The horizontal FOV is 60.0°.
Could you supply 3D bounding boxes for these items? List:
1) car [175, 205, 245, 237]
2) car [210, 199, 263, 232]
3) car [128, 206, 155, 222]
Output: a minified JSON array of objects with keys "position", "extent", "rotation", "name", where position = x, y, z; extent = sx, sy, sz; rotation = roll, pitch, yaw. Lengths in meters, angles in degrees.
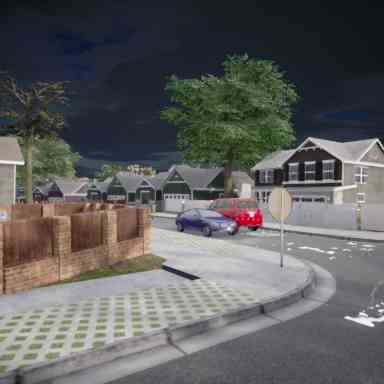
[{"position":[0.693,1.668,19.198],"extent":[1.812,1.442,4.674],"rotation":[1,-1,-32],"name":"car"},{"position":[2.278,1.455,21.378],"extent":[2.150,2.045,5.566],"rotation":[2,-2,-25],"name":"car"},{"position":[-4.977,1.851,27.999],"extent":[1.895,1.301,4.718],"rotation":[1,-1,-35],"name":"car"}]
